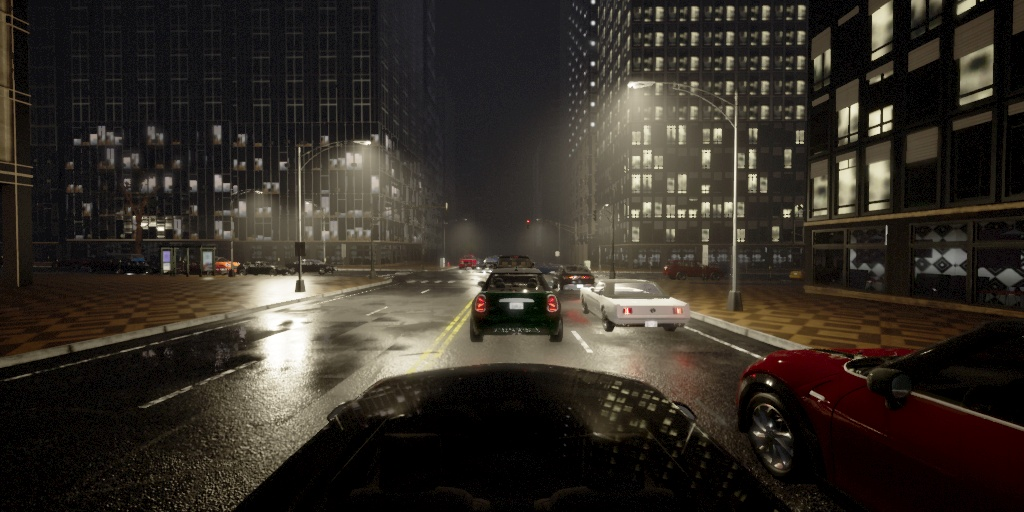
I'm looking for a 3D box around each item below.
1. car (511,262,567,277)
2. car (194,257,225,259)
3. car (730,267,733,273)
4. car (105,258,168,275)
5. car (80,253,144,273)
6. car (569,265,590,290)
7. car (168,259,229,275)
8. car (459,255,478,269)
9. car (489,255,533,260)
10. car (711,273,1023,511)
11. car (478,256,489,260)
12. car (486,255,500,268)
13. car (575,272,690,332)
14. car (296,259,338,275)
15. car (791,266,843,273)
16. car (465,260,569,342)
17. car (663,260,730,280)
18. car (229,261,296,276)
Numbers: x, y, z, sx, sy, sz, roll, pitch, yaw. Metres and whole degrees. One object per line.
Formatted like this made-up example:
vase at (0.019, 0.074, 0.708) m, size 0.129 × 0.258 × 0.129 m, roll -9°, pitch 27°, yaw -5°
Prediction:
car at (2.770, 1.322, 36.185) m, size 5.357 × 1.411 × 2.033 m, roll 0°, pitch 1°, yaw -26°
car at (-29.422, 0.855, 35.607) m, size 4.553 × 1.767 × 2.097 m, roll 1°, pitch 1°, yaw 1°
car at (20.339, 1.443, 37.934) m, size 5.357 × 1.411 × 2.033 m, roll 0°, pitch 1°, yaw 1°
car at (-34.091, 1.069, 33.071) m, size 4.313 × 1.339 × 1.948 m, roll 0°, pitch 0°, yaw 1°
car at (-39.417, 0.764, 35.817) m, size 4.553 × 1.767 × 2.097 m, roll 1°, pitch 1°, yaw 1°
car at (3.353, 1.245, 20.097) m, size 1.837 × 1.490 × 4.892 m, roll 0°, pitch 0°, yaw 0°
car at (-28.410, 1.138, 32.897) m, size 4.207 × 1.307 × 1.802 m, roll 0°, pitch 0°, yaw 1°
car at (-6.590, 0.935, 53.972) m, size 2.150 × 2.045 × 5.566 m, roll 0°, pitch 0°, yaw 0°
car at (0.103, 0.963, 19.600) m, size 2.150 × 2.045 × 5.566 m, roll 0°, pitch 0°, yaw 0°
car at (3.350, 1.102, 1.821) m, size 2.097 × 1.767 × 4.553 m, roll 0°, pitch 0°, yaw 0°
car at (-3.336, 1.206, 52.439) m, size 2.128 × 1.511 × 4.902 m, roll 0°, pitch 0°, yaw 0°
car at (-3.314, 0.925, 62.602) m, size 2.150 × 2.045 × 5.566 m, roll 0°, pitch 0°, yaw 0°
car at (3.352, 1.347, 10.839) m, size 1.895 × 1.301 × 4.718 m, roll 0°, pitch 0°, yaw 0°
car at (-19.804, 1.081, 35.411) m, size 4.902 × 1.511 × 2.128 m, roll 1°, pitch 1°, yaw 1°
car at (27.647, 1.578, 32.031) m, size 4.829 × 1.417 × 1.751 m, roll 0°, pitch 0°, yaw 1°
car at (0.101, 1.099, 9.888) m, size 2.097 × 1.767 × 4.553 m, roll 0°, pitch 0°, yaw 0°
car at (16.198, 1.268, 32.230) m, size 5.009 × 1.841 × 2.192 m, roll 0°, pitch 0°, yaw 1°
car at (-22.726, 1.173, 32.763) m, size 4.313 × 1.339 × 1.948 m, roll 0°, pitch 0°, yaw 1°
